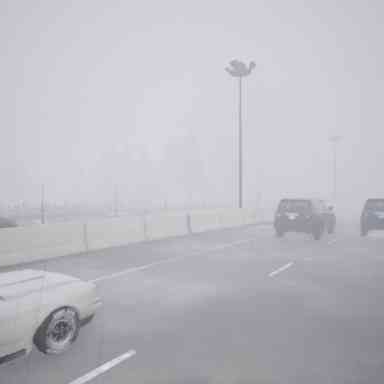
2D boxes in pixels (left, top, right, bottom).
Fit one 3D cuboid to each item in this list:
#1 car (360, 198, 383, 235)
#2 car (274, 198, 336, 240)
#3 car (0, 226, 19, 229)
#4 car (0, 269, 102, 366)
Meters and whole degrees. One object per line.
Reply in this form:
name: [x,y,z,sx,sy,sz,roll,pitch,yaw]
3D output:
car: [11.171,1.387,19.161,2.150,2.045,5.566,0,-1,34]
car: [6.235,1.342,18.098,2.150,2.045,5.566,0,0,33]
car: [-9.651,1.538,13.698,1.812,1.442,4.674,0,0,34]
car: [-3.403,1.600,3.831,1.895,1.301,4.718,0,0,34]
